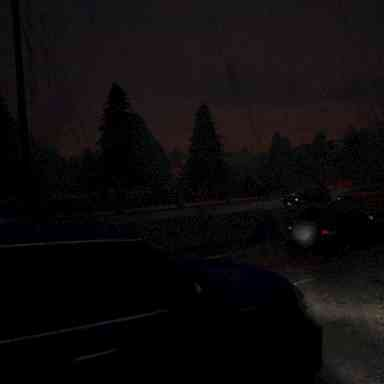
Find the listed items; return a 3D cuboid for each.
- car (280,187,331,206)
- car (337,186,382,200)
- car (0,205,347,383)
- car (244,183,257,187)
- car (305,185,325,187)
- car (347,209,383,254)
[{"bbox_3d":[9.563,0.544,27.949,4.718,1.301,1.895,-4,3,-35],"label":"car"},{"bbox_3d":[13.425,0.311,26.375,4.892,1.490,1.837,-4,2,-35],"label":"car"},{"bbox_3d":[-1.271,1.212,2.846,5.566,2.045,2.150,0,0,-35],"label":"car"},{"bbox_3d":[11.370,-1.032,66.112,2.128,1.511,4.902,-4,3,-35],"label":"car"},{"bbox_3d":[12.300,0.089,34.120,4.892,1.490,1.837,-4,2,-35],"label":"car"},{"bbox_3d":[5.268,1.275,11.800,4.181,1.385,1.994,-3,2,-35],"label":"car"}]
